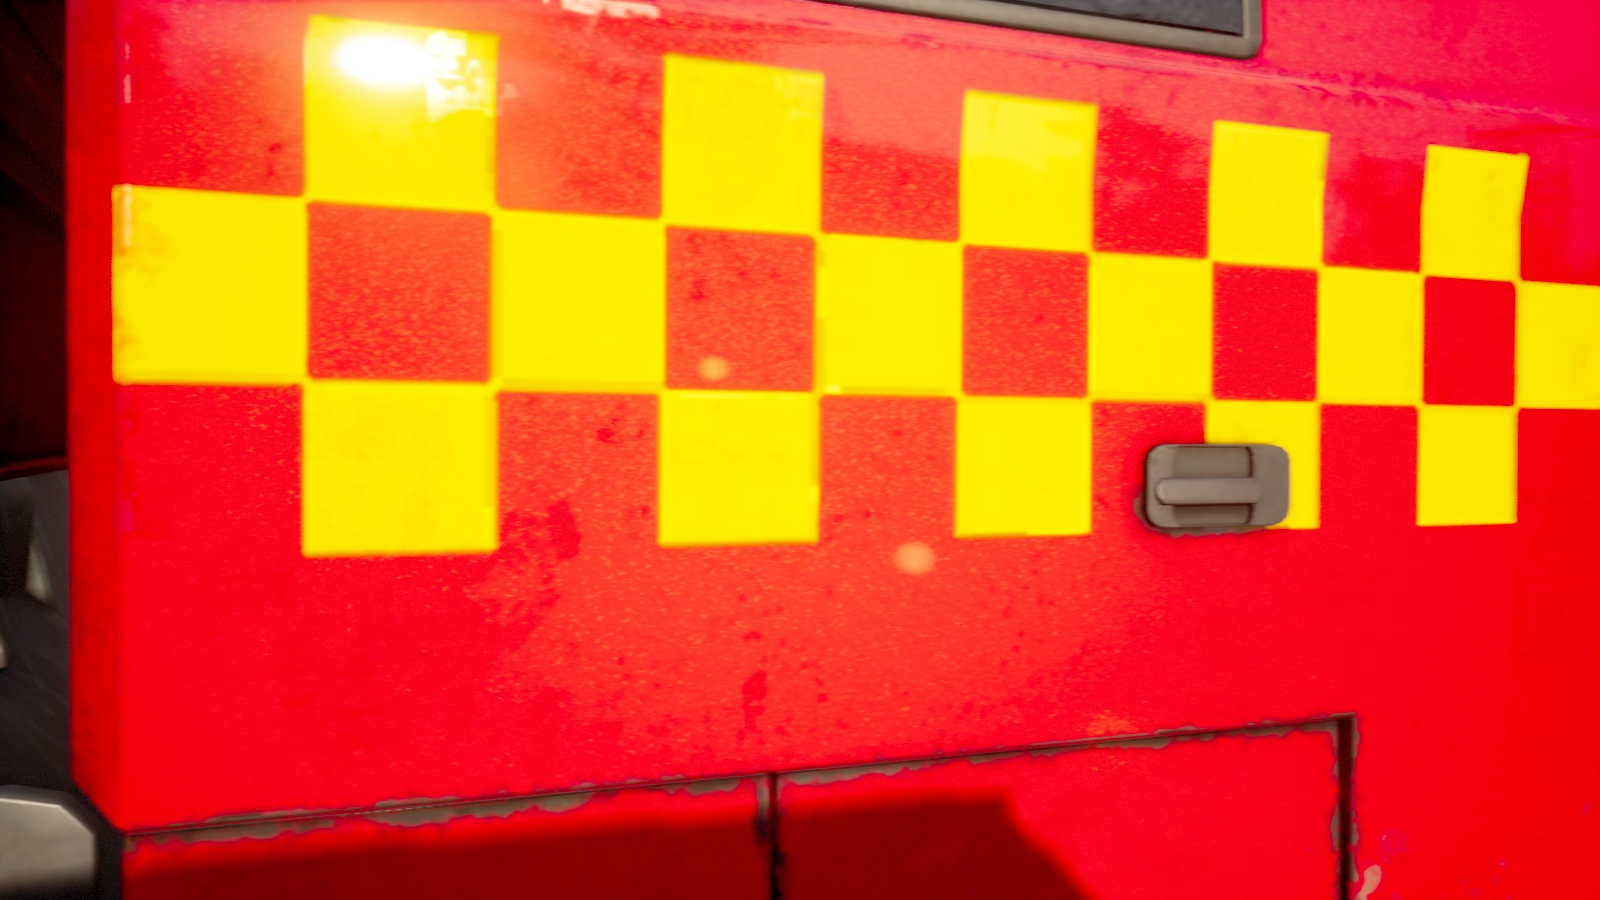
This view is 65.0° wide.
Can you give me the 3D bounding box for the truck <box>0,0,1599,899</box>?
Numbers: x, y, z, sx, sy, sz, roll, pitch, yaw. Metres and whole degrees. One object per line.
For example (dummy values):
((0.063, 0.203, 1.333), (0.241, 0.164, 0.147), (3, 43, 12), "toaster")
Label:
((0.138, -0.423, 3.276), (8.468, 3.827, 2.891), (-1, 1, -21), "truck")
